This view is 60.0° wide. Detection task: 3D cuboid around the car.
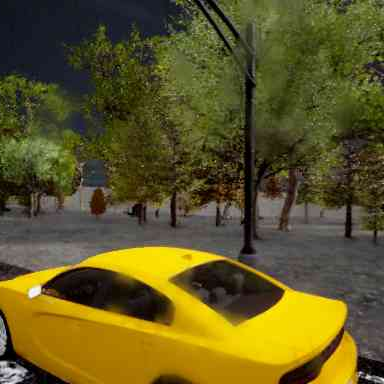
[{"bbox_3d":[-0.722,1.454,4.200,5.008,1.535,1.882,0,1,35],"label":"car"}]
